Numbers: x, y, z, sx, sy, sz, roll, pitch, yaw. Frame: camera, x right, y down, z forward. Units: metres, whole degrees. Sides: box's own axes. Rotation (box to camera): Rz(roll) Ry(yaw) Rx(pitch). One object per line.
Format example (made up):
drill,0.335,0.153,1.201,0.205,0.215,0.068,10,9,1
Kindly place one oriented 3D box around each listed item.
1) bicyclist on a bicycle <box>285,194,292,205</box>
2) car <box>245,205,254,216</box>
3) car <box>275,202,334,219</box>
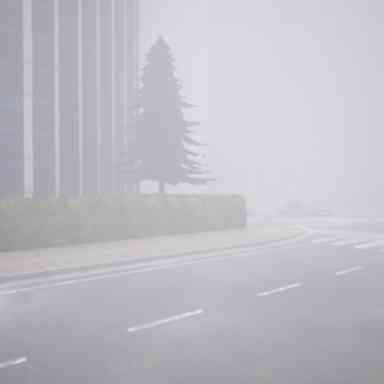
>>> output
bicyclist on a bicycle,12.918,1.140,44.291,1.656,1.620,0.582,-1,0,-36
car,3.621,1.458,30.757,1.812,1.442,4.674,0,0,-36
car,9.551,1.511,28.531,1.895,1.301,4.718,0,0,-36
